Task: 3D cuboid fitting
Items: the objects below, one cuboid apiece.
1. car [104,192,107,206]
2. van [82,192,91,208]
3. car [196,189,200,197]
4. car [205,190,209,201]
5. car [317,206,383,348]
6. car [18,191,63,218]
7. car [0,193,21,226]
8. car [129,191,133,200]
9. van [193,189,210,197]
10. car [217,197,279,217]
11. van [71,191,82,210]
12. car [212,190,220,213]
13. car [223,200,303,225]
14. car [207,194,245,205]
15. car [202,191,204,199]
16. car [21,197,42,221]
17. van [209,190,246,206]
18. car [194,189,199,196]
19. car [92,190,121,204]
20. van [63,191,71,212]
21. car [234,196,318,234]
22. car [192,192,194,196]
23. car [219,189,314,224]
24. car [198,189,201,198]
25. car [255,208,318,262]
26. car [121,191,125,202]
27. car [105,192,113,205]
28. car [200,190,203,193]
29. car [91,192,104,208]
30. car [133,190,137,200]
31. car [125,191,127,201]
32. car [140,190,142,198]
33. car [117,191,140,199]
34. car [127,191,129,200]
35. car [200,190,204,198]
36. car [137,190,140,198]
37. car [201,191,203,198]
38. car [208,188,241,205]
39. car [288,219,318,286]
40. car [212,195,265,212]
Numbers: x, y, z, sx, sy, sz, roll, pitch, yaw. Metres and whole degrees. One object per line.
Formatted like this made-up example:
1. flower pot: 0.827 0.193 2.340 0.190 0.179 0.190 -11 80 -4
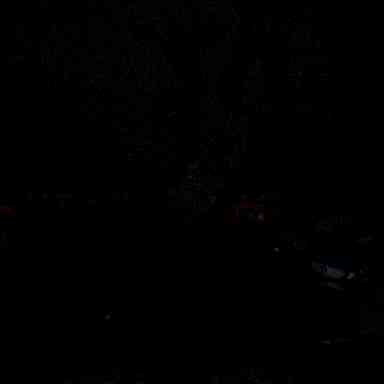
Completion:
1. car: -13.473 1.127 41.204 4.792 1.488 2.163 -1 1 -20
2. van: -13.326 0.932 35.307 4.442 1.987 1.878 -1 0 -20
3. car: 4.200 0.729 73.624 5.008 1.535 2.097 0 1 -23
4. car: 4.784 0.870 37.456 5.566 2.045 2.435 1 0 -20
5. car: 4.787 1.210 4.353 5.566 2.045 2.435 1 0 -20
6. car: -13.437 1.002 26.321 5.566 2.045 2.435 -1 1 -20
7. car: -13.366 1.189 20.388 4.553 1.767 2.185 -1 1 -20
8. car: -13.591 0.912 59.042 5.008 1.535 2.097 -1 1 -21
9. van: 2.721 0.273 94.672 4.442 1.987 1.878 0 1 -25
10. car: 4.746 1.246 28.418 4.792 1.488 2.163 1 1 -20
11. van: -13.317 0.963 32.329 4.442 1.987 1.878 -1 0 -20
12. car: 4.757 0.997 25.407 5.566 2.045 2.435 1 1 -20
13. car: 4.756 1.310 22.406 4.792 1.488 2.163 1 1 -20
14. car: 4.764 1.055 46.483 4.792 1.488 2.163 1 0 -20
15. car: 4.877 0.959 52.566 5.366 1.575 1.946 1 0 -21
16. car: -13.403 1.324 23.362 4.674 1.452 2.002 -1 0 -20
17. van: 4.641 0.830 43.411 4.442 1.987 1.878 1 1 -20
18. car: 4.031 0.445 76.625 5.566 2.045 2.435 0 1 -23
19. car: -13.495 0.784 47.153 5.566 2.045 2.435 -1 1 -20
20. van: -13.308 0.994 29.352 4.442 1.987 1.878 -1 0 -20
21. car: 4.753 1.219 16.398 4.553 1.767 2.185 1 0 -20
22. car: 3.298 0.604 88.707 4.674 1.452 2.002 0 0 -25
23. car: 4.764 1.061 19.393 5.566 2.045 2.435 1 1 -20
24. car: 4.418 0.795 67.591 5.008 1.535 2.097 0 0 -22
25. car: 4.778 1.408 10.382 5.008 1.535 2.097 1 1 -20
26. car: -13.312 0.998 50.209 5.366 1.575 1.946 -1 0 -20
27. car: -13.429 1.095 44.207 4.792 1.488 2.163 -1 0 -20
28. car: 4.558 0.736 61.544 4.553 1.767 2.185 0 0 -22
29. car: -13.264 1.122 38.308 5.366 1.575 1.946 -1 0 -20
30. car: -13.778 0.881 64.950 4.792 1.488 2.163 -1 1 -22
31. car: -13.505 0.974 53.109 4.892 1.521 2.231 -1 1 -20
32. car: -13.959 0.790 70.886 5.008 1.535 2.097 -1 1 -22
33. car: -14.133 0.635 73.835 4.553 1.767 2.185 -1 0 -22
34. car: -13.521 0.817 56.085 4.553 1.767 2.185 -1 1 -21
35. car: 4.624 0.896 58.527 4.892 1.521 2.231 1 0 -21
36. car: -13.820 0.849 67.944 4.792 1.488 2.163 -1 0 -22
37. car: 4.686 0.927 55.509 5.008 1.535 2.097 1 1 -21
38. car: 4.795 0.933 31.448 5.566 2.045 2.435 1 0 -20
39. car: 4.767 1.477 7.357 4.674 1.452 2.002 1 1 -20
40. car: 4.765 1.153 34.440 5.008 1.535 2.097 1 1 -20
